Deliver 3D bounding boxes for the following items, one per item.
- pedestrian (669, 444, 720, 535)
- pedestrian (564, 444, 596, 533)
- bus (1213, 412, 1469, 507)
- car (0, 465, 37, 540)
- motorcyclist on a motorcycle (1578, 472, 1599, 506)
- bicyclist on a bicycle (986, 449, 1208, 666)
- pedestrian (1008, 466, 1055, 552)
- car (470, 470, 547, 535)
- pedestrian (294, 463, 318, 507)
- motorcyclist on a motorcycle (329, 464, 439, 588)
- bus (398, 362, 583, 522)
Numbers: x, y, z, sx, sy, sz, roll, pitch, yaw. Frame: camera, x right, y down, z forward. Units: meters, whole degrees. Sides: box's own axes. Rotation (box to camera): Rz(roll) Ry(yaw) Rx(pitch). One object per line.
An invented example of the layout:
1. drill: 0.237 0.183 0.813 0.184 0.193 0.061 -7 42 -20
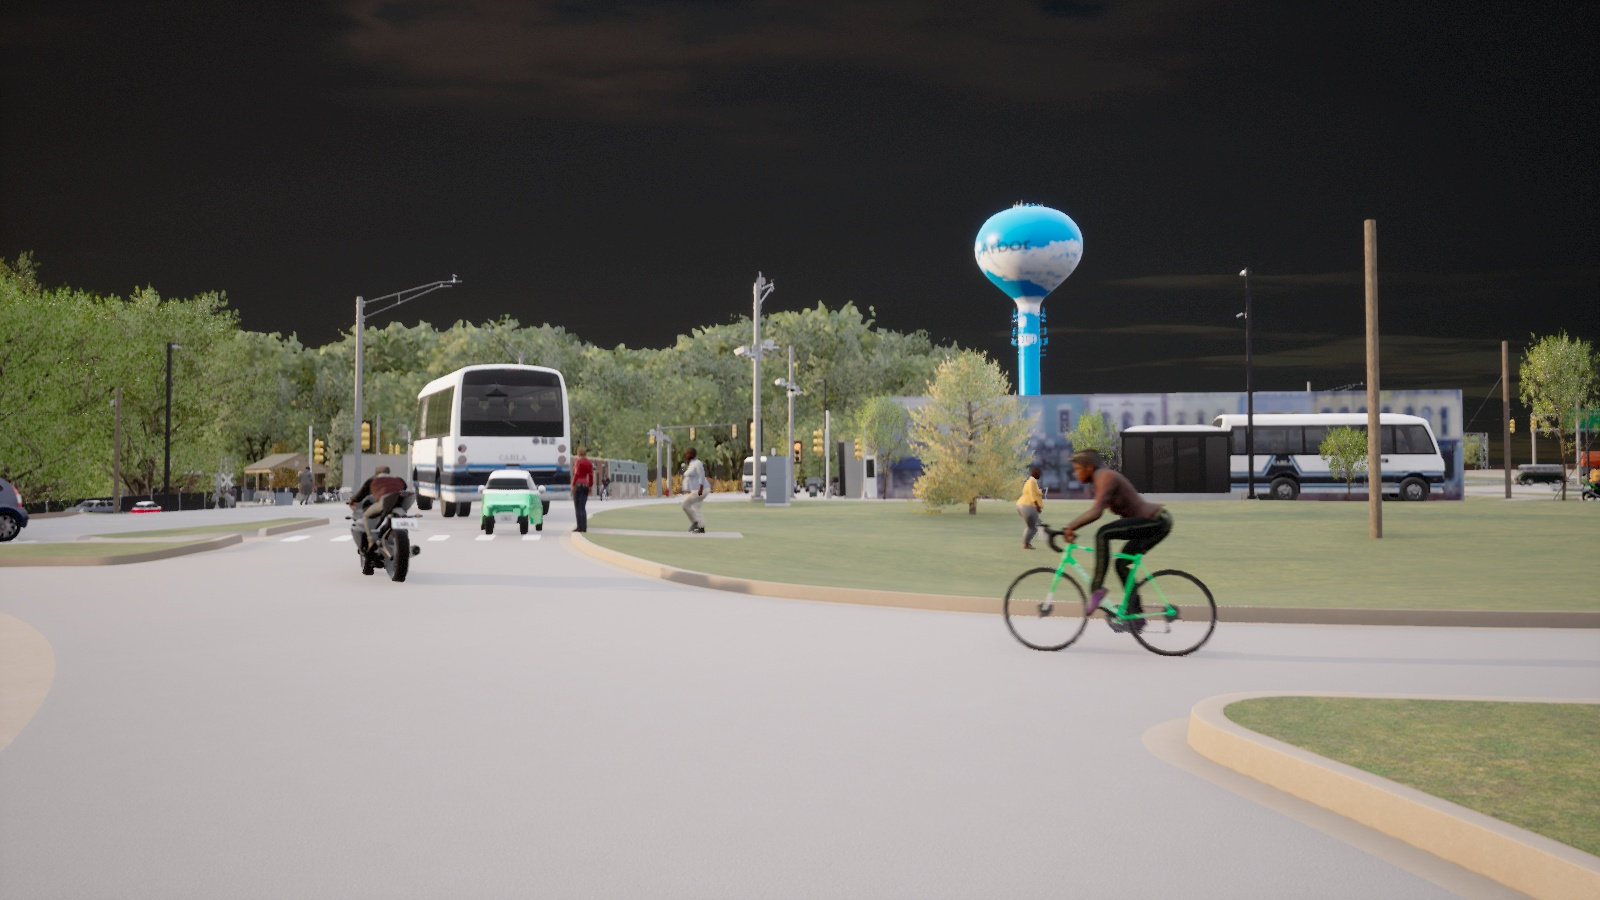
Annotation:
1. pedestrian: -2.196 0.834 26.143 0.900 1.855 0.874 1 -2 -16
2. pedestrian: -4.633 0.816 26.488 0.636 1.846 0.331 -2 -3 42
3. bus: 25.077 0.515 58.826 10.273 4.253 3.944 0 -2 8
4. car: -19.002 1.195 27.001 1.851 1.617 3.988 0 1 34
5. motorcyclist on a motorcycle: 36.389 1.733 56.624 2.044 1.523 0.797 -2 -3 21
6. bicyclist on a bicycle: 2.343 0.821 9.927 1.656 1.620 0.582 0 -3 16
7. pedestrian: 5.076 1.288 27.540 0.900 1.855 0.874 0 -2 3
8. car: -6.402 1.131 27.732 1.481 1.376 2.207 1 -1 -9
9. pedestrian: -22.367 1.591 56.894 0.659 1.952 0.873 0 -2 7
10. motorcyclist on a motorcycle: -5.541 0.970 16.644 0.866 1.530 2.191 2 -2 -32
11. bus: -9.862 -0.159 38.896 3.944 4.253 10.273 0 -1 -23
